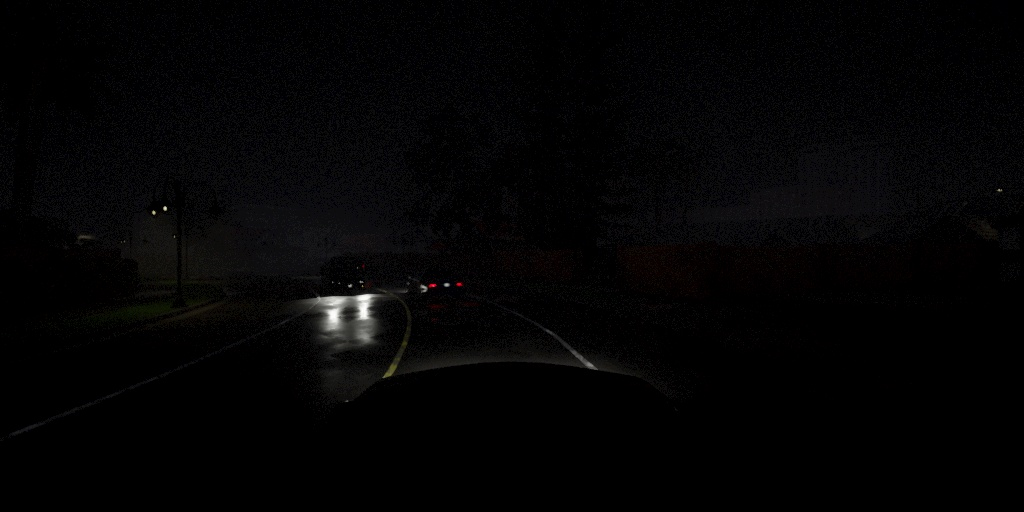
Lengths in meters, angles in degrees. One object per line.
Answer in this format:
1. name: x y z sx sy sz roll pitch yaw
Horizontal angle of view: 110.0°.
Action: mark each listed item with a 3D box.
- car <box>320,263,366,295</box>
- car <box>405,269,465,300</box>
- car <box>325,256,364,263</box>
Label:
1. car: -9.793 1.314 20.693 1.837 1.490 4.892 1 -1 -34
2. car: -4.001 1.334 18.024 2.033 1.411 5.357 0 0 -27
3. car: -15.216 1.071 32.167 5.566 2.045 2.150 -1 0 42
